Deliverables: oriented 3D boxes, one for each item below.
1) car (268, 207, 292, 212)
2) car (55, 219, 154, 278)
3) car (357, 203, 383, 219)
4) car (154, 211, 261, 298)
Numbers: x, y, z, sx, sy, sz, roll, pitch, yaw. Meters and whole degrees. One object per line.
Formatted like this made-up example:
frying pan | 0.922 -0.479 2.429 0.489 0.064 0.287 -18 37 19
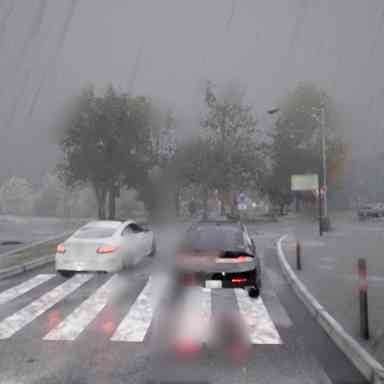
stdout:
car | 19.117 3.958 72.556 4.718 1.301 1.895 -3 -5 37
car | -2.382 1.549 10.133 1.812 1.442 4.674 -1 0 7
car | 18.074 1.866 32.738 4.902 1.511 2.128 0 -3 -40
car | 0.674 1.480 8.550 2.128 1.511 4.902 -1 0 7
